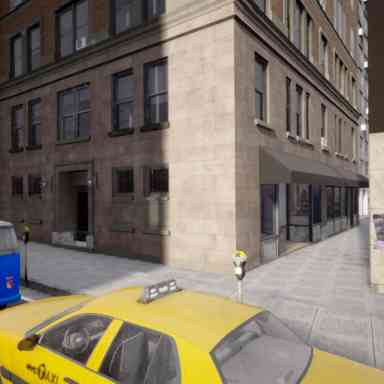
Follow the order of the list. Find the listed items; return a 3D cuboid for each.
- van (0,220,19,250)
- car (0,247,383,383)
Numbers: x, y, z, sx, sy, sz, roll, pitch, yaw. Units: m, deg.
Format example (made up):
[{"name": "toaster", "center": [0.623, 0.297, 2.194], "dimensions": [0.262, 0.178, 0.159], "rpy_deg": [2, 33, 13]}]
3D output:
[{"name": "van", "center": [-4.979, 1.342, 6.433], "dimensions": [3.998, 1.788, 1.690], "rpy_deg": [0, -1, 36]}, {"name": "car", "center": [-0.508, 1.526, 3.225], "dimensions": [4.829, 1.417, 1.752], "rpy_deg": [0, -1, 36]}]
